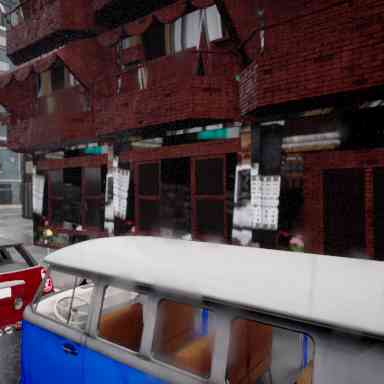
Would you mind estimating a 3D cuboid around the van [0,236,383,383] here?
[{"bbox_3d":[0.286,1.341,2.530,3.998,1.788,1.690,0,-1,35],"label":"van"}]
